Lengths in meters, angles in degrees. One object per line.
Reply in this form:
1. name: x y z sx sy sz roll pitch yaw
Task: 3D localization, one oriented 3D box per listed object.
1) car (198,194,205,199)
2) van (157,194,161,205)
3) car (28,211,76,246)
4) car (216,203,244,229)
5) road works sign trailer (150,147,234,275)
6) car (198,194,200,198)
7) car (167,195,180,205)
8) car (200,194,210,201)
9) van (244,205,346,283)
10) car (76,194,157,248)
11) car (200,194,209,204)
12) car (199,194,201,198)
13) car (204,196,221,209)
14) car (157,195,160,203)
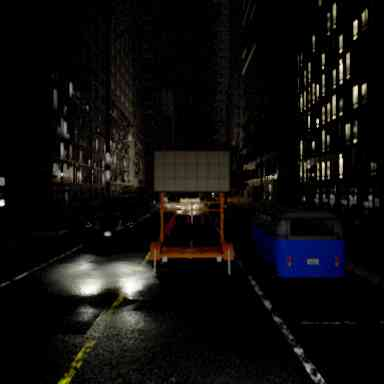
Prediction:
1. car: 2.694 1.153 94.632 1.887 1.381 4.507 0 0 0
2. van: -5.688 1.149 54.788 1.690 1.788 3.998 0 0 0
3. car: -5.690 1.532 14.941 1.802 1.307 4.206 0 0 0
4. car: 2.691 1.514 20.630 1.802 1.307 4.206 0 0 0
5. road works sign trailer: 0.001 0.430 10.261 2.380 3.560 2.880 0 0 0
6. car: 2.693 1.194 66.169 1.967 1.590 4.097 0 0 0
7. car: -3.079 1.280 55.968 1.882 1.535 5.008 0 0 0
8. car: 2.693 1.166 71.861 1.967 1.590 4.097 0 0 0
9. van: 2.691 1.310 9.245 1.690 1.788 3.998 0 0 0
10. car: -3.101 1.171 14.973 2.150 2.045 5.566 0 0 0
11. car: 2.692 1.383 49.092 2.008 1.369 4.403 0 0 0
12. car: 2.692 1.359 54.785 2.008 1.369 4.403 0 0 0
13. car: 2.692 1.457 37.708 1.802 1.307 4.206 0 0 0
14. car: -5.689 1.405 43.404 2.008 1.369 4.403 0 0 0
